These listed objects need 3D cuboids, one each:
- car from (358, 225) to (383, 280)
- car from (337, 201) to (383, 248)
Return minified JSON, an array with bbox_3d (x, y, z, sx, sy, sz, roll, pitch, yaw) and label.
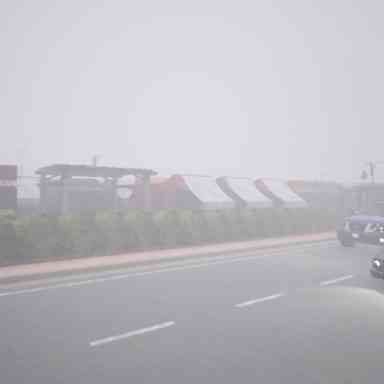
[{"bbox_3d":[7.034,1.688,9.160,5.357,1.411,2.033,1,-1,-36],"label":"car"},{"bbox_3d":[8.830,1.425,14.755,5.566,2.045,2.150,1,-1,-33],"label":"car"}]
